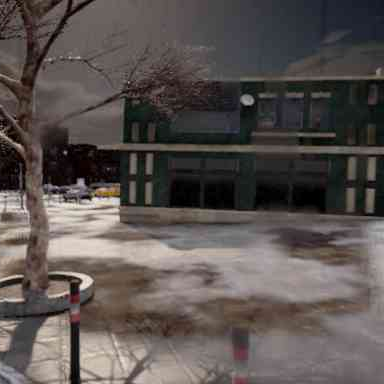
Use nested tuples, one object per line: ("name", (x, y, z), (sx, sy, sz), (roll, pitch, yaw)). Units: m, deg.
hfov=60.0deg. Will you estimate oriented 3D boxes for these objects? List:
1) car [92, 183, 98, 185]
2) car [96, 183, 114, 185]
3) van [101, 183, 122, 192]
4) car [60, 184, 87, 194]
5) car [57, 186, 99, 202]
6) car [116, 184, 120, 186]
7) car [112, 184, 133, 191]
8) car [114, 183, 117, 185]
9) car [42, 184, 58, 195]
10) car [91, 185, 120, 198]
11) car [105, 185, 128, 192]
("car", (-22.701, -0.616, 68.544), (4.892, 1.521, 2.231), (2, 2, 18))
("car", (-21.028, -1.000, 73.790), (5.566, 2.045, 2.435), (2, 2, 18))
("van", (-19.203, -1.101, 78.995), (4.442, 1.987, 1.878), (2, 2, 18))
("car", (-23.507, -0.680, 65.900), (4.553, 1.767, 2.185), (2, 2, 18))
("car", (-14.393, 0.429, 42.240), (2.128, 1.511, 4.902), (2, 2, 13))
("car", (-10.579, 0.017, 55.605), (2.097, 1.767, 4.553), (2, 2, 18))
("car", (-17.659, -1.135, 84.293), (4.553, 1.767, 2.185), (2, 2, 18))
("car", (-19.988, -0.810, 76.358), (5.366, 1.575, 1.946), (2, 2, 18))
("car", (-26.038, -0.508, 58.022), (4.553, 1.767, 2.185), (2, 2, 18))
("car", (-14.171, 0.077, 54.264), (1.882, 1.535, 5.008), (2, 2, 18))
("car", (-18.482, -0.944, 81.665), (5.008, 1.535, 2.097), (2, 2, 18))
